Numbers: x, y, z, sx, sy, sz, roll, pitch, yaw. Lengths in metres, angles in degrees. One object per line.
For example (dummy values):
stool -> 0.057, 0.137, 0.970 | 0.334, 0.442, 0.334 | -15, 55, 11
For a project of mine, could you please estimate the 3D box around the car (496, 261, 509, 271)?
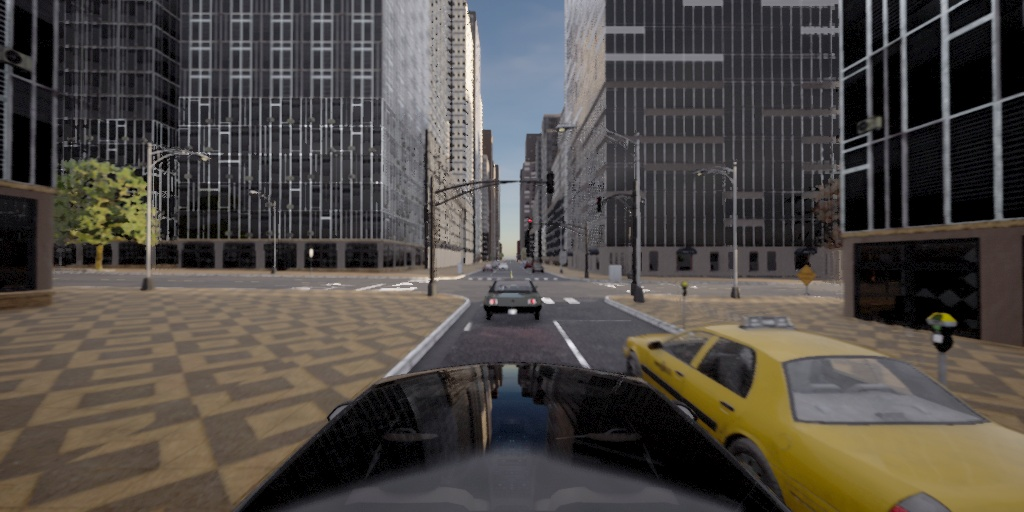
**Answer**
car -> -1.538, 1.998, 65.205 | 1.812, 1.442, 4.674 | 0, -1, 0

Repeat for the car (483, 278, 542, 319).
car -> 0.051, 1.483, 13.442 | 1.895, 1.301, 4.718 | 0, -1, 1

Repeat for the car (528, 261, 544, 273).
car -> 3.899, 1.926, 54.795 | 1.948, 1.339, 4.313 | 0, 0, 0

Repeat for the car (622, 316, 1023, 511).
car -> 2.566, 1.298, 3.865 | 1.751, 1.417, 4.829 | 0, 0, 0

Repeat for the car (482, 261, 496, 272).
car -> -4.058, 2.002, 60.281 | 1.802, 1.307, 4.207 | 0, 0, 0

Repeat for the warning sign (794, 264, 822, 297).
warning sign -> 17.273, 1.420, 21.003 | 1.060, 1.860, 1.300 | 0, 0, -3
